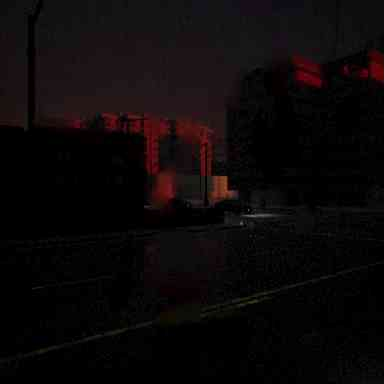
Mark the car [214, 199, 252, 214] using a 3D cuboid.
[{"bbox_3d":[4.208,1.526,34.961,1.812,1.442,4.674,0,0,-37],"label":"car"}]

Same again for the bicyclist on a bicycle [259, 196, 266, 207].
[{"bbox_3d":[9.718,1.303,45.827,1.656,1.620,0.582,0,0,-37],"label":"bicyclist on a bicycle"}]

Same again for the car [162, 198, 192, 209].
[{"bbox_3d":[-1.968,1.491,43.018,2.128,1.511,4.902,0,0,-37],"label":"car"}]

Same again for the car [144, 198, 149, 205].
[{"bbox_3d":[-9.616,1.601,59.067,1.895,1.301,4.718,0,0,-38],"label":"car"}]
